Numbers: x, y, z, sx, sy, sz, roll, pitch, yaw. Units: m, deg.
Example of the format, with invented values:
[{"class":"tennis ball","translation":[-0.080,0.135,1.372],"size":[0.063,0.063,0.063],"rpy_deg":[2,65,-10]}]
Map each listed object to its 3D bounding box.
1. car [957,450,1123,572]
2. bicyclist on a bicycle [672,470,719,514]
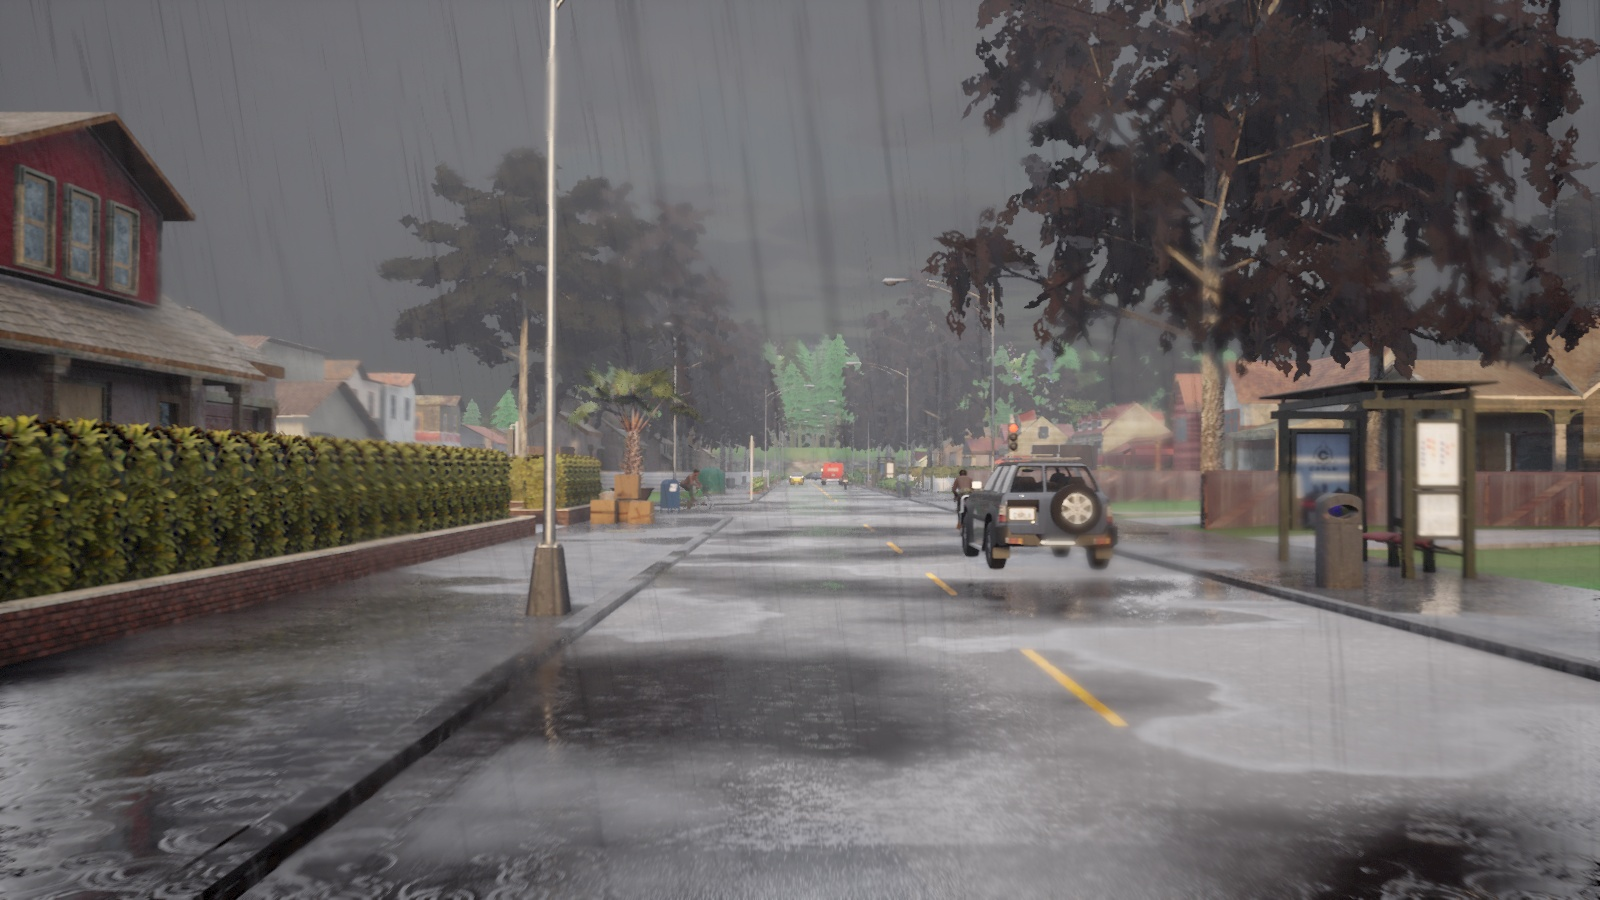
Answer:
[{"class":"car","translation":[3.946,0.974,21.477],"size":[1.932,1.855,4.605],"rpy_deg":[0,-1,0]},{"class":"bicyclist on a bicycle","translation":[-3.948,1.573,47.379],"size":[1.656,1.620,0.582],"rpy_deg":[0,1,25]}]
